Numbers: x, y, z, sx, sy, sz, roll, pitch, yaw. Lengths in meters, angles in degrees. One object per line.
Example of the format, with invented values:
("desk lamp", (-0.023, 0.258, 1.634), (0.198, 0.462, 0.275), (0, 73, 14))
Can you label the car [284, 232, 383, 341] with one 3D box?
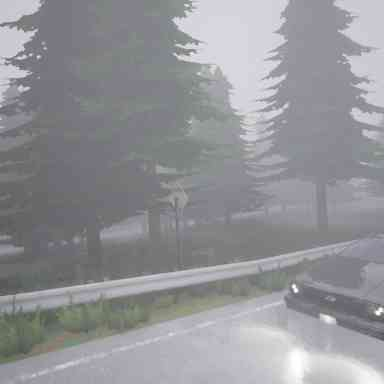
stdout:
("car", (4.199, 1.544, 6.629), (5.357, 1.411, 2.033), (0, 0, -36))
